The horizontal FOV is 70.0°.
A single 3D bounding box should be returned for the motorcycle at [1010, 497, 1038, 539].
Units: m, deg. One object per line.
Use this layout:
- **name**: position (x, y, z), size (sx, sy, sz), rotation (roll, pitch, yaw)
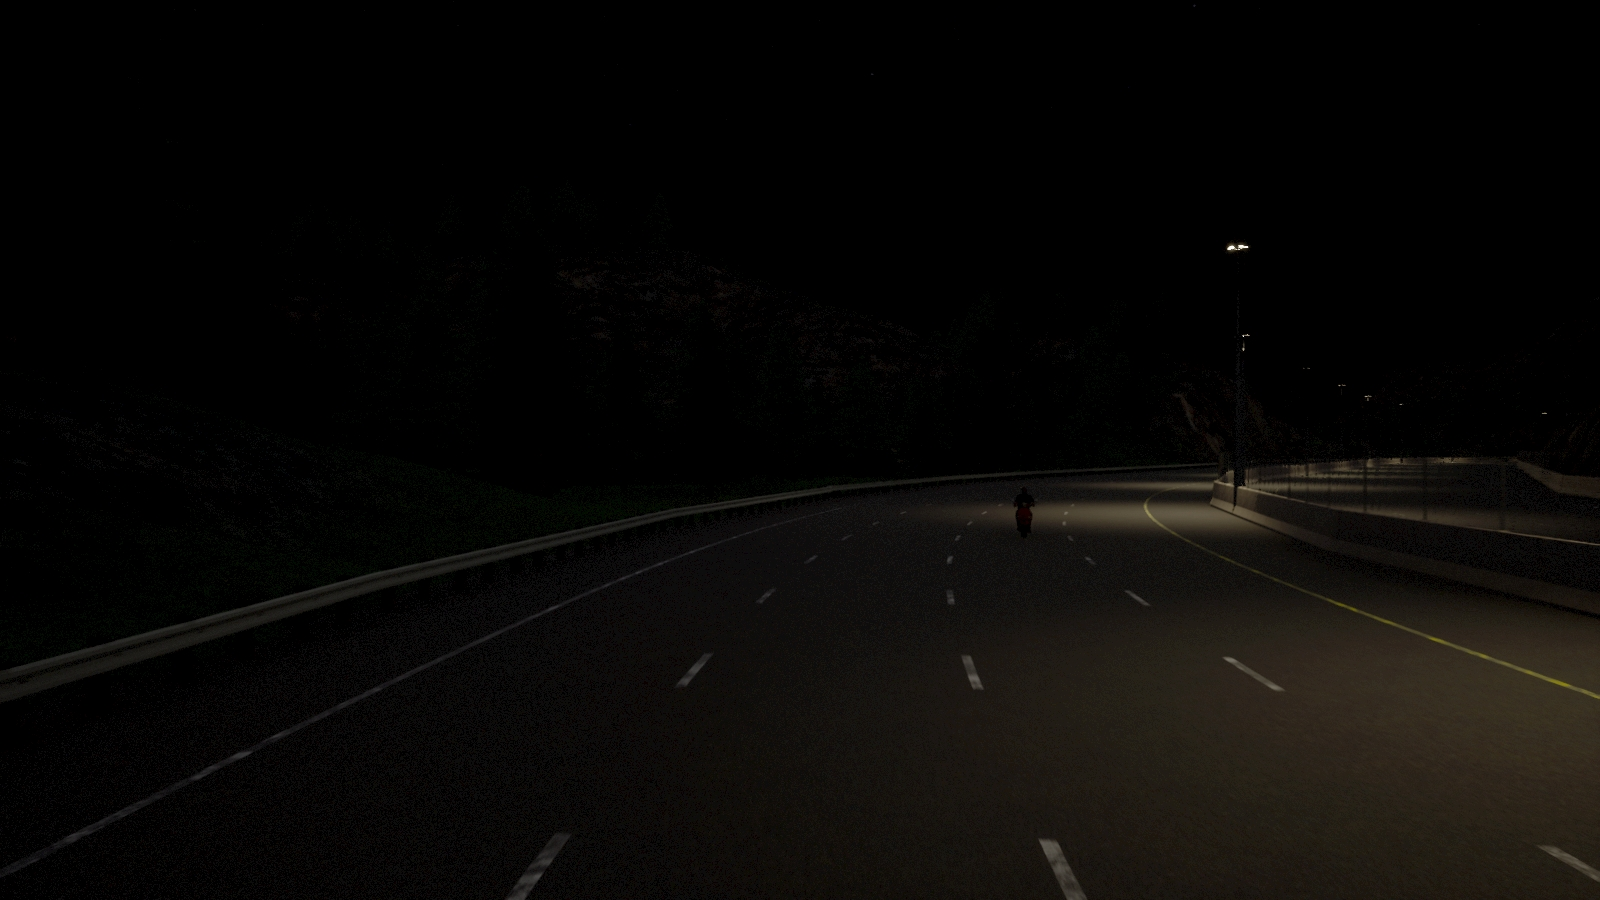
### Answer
- **motorcycle**: position (7.177, 2.168, 36.608), size (0.856, 1.236, 1.805), rotation (0, 0, 11)
